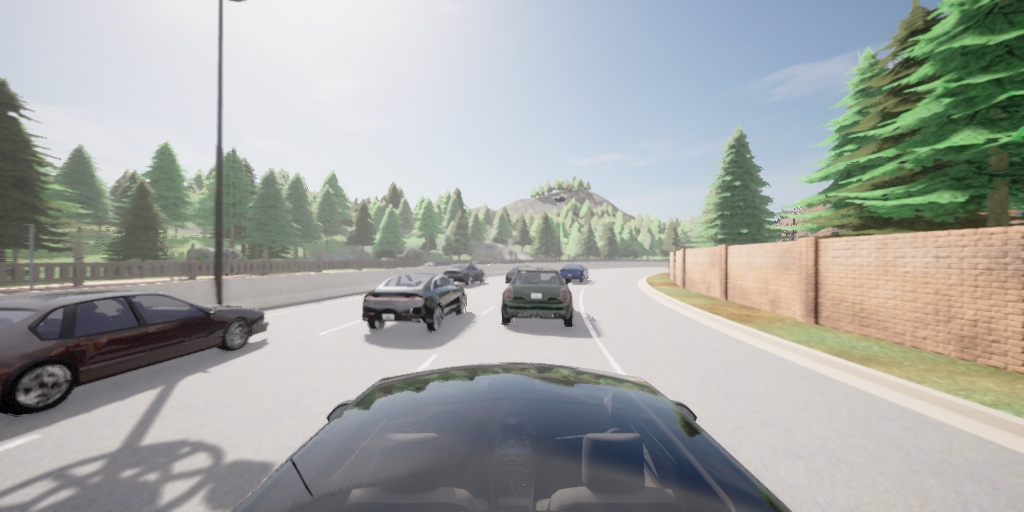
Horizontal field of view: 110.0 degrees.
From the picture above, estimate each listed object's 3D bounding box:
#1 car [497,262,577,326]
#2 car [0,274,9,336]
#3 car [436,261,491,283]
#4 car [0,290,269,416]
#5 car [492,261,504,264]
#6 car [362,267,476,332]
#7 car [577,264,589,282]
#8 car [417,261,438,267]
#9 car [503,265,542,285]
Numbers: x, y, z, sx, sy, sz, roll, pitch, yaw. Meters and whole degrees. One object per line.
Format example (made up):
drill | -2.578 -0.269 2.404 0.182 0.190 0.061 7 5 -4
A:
car | 0.939 1.148 12.149 2.097 1.767 4.553 0 0 7
car | -13.810 1.191 6.596 2.128 1.511 4.902 0 0 4
car | -3.370 1.334 26.100 1.837 1.490 4.892 0 0 15
car | -6.722 1.280 5.909 2.033 1.411 5.357 0 0 3
car | -2.102 1.432 48.658 1.837 1.490 4.892 0 -1 28
car | -2.727 1.264 11.029 2.128 1.511 4.902 0 0 6
car | 5.361 1.369 30.555 1.882 1.535 5.008 0 0 19
car | -10.442 1.427 47.775 2.033 1.411 5.357 0 0 25
car | 0.917 1.424 28.267 1.994 1.385 4.181 0 0 17
